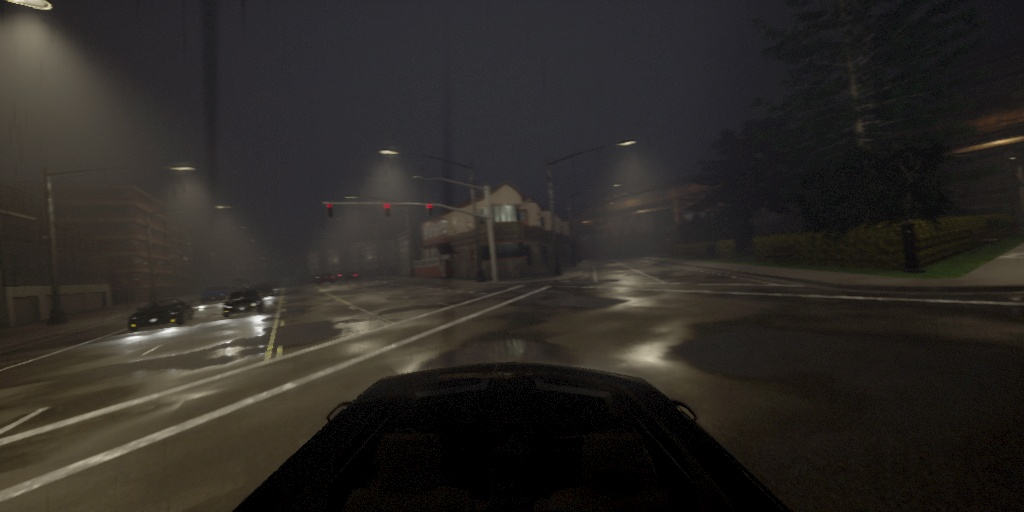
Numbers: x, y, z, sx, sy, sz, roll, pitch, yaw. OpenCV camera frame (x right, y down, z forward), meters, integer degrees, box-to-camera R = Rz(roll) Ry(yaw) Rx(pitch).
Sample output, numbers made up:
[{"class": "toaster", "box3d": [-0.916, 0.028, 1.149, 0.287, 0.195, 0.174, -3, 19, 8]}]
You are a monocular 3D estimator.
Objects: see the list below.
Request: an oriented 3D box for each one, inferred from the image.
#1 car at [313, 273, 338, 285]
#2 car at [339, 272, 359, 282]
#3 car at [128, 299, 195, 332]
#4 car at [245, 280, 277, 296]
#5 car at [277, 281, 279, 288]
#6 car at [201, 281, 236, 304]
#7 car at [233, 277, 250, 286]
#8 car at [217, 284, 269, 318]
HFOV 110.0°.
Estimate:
[{"class": "car", "box3d": [-28.230, 3.338, 54.214, 2.097, 1.767, 4.553, -5, 0, -32]}, {"class": "car", "box3d": [-25.058, 3.218, 55.747, 1.837, 1.490, 4.892, -5, 0, -32]}, {"class": "car", "box3d": [-18.915, 3.091, 19.509, 1.994, 1.385, 4.181, -5, 0, -32]}, {"class": "car", "box3d": [-25.378, 3.432, 36.390, 1.994, 1.385, 4.181, -5, 1, -32]}, {"class": "car", "box3d": [-35.893, 4.232, 53.316, 1.994, 1.385, 4.181, -5, -1, -32]}, {"class": "car", "box3d": [-28.157, 3.589, 34.235, 1.882, 1.535, 5.008, -5, 1, -32]}, {"class": "car", "box3d": [-38.913, 4.128, 51.515, 2.150, 2.045, 5.566, -5, -1, -32]}, {"class": "car", "box3d": [-16.517, 2.819, 22.249, 1.837, 1.490, 4.892, -5, 0, -32]}]
